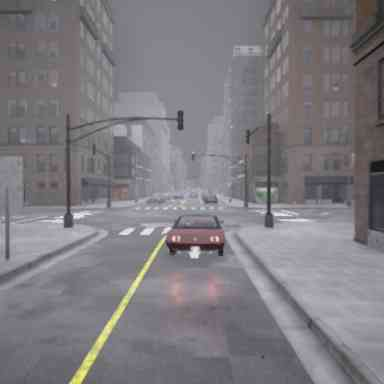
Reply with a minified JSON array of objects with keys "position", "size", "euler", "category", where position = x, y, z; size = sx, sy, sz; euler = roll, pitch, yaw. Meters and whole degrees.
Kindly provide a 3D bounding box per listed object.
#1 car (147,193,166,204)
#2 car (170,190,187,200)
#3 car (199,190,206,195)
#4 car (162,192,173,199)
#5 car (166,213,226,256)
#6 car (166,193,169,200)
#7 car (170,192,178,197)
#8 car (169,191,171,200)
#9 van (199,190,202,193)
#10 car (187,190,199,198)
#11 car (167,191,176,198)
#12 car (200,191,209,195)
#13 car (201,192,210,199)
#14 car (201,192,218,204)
[{"position":[-5.305,0.907,47.854],"size":[1.967,1.590,4.097],"euler":[0,1,1],"category":"car"},{"position":[-2.540,0.779,64.185],"size":[1.882,1.535,5.008],"euler":[0,1,1],"category":"car"},{"position":[2.871,0.867,64.313],"size":[1.947,1.339,4.313],"euler":[0,1,1],"category":"car"},{"position":[-5.103,0.797,69.896],"size":[2.008,1.369,4.403],"euler":[0,1,1],"category":"car"},{"position":[0.269,1.450,12.525],"size":[1.895,1.301,4.718],"euler":[0,1,4],"category":"car"},{"position":[-5.254,0.850,53.364],"size":[1.967,1.590,4.097],"euler":[0,1,1],"category":"car"},{"position":[-4.902,0.594,91.937],"size":[2.008,1.369,4.403],"euler":[0,1,1],"category":"car"},{"position":[-5.153,0.882,64.386],"size":[1.802,1.307,4.206],"euler":[0,1,1],"category":"car"},{"position":[2.922,0.589,69.820],"size":[1.690,1.788,3.998],"euler":[0,1,1],"category":"van"},{"position":[0.335,0.740,75.365],"size":[1.994,1.385,4.181],"euler":[0,1,1],"category":"car"},{"position":[-5.002,0.583,80.915],"size":[1.967,1.590,4.097],"euler":[0,1,1],"category":"car"},{"position":[2.821,0.937,58.803],"size":[1.802,1.307,4.206],"euler":[0,1,1],"category":"car"},{"position":[2.972,0.746,75.333],"size":[2.008,1.369,4.403],"euler":[0,1,1],"category":"car"},{"position":[2.720,1.034,47.781],"size":[1.947,1.339,4.313],"euler":[0,1,1],"category":"car"}]
